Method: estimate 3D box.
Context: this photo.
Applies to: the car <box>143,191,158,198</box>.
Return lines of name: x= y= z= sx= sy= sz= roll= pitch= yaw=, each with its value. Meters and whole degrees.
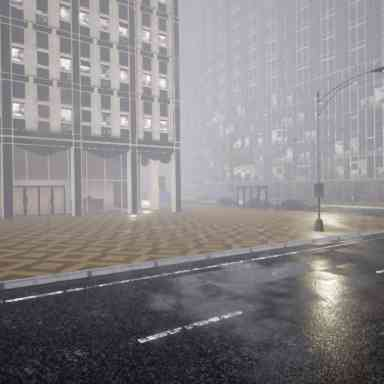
car: x=-10.352 y=0.683 z=82.826 sx=1.967 sy=1.590 sz=4.097 roll=0 pitch=1 yaw=-34

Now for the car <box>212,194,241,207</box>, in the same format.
car: x=5.221 y=1.318 z=45.262 sx=1.947 sy=1.339 sz=4.313 roll=-1 pitch=1 yaw=-34

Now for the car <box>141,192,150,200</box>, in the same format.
car: x=-10.824 y=1.037 z=68.715 sx=2.008 sy=1.369 sz=4.403 roll=0 pitch=1 yaw=-34

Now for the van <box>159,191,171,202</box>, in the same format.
van: x=-4.387 y=0.935 z=59.343 sx=1.690 sy=1.788 sz=3.998 roll=0 pitch=1 yaw=-34

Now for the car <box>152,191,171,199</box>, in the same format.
car: x=-7.134 y=0.612 z=78.140 sx=2.192 sy=1.841 sz=5.009 roll=0 pitch=1 yaw=-34

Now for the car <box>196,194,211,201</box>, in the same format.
car: x=2.520 y=1.041 z=64.089 sx=1.802 sy=1.307 sz=4.206 roll=-1 pitch=1 yaw=-34

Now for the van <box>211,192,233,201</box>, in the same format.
van: x=5.738 y=0.853 z=59.401 sx=1.690 sy=1.788 sz=3.998 roll=-1 pitch=1 yaw=-34

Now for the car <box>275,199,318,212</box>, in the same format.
car: x=11.595 y=1.422 z=35.848 sx=1.947 sy=1.339 sz=4.313 roll=-1 pitch=1 yaw=-34

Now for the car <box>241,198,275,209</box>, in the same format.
car: x=8.391 y=1.386 z=40.545 sx=1.802 sy=1.307 sz=4.206 roll=-1 pitch=1 yaw=-34
